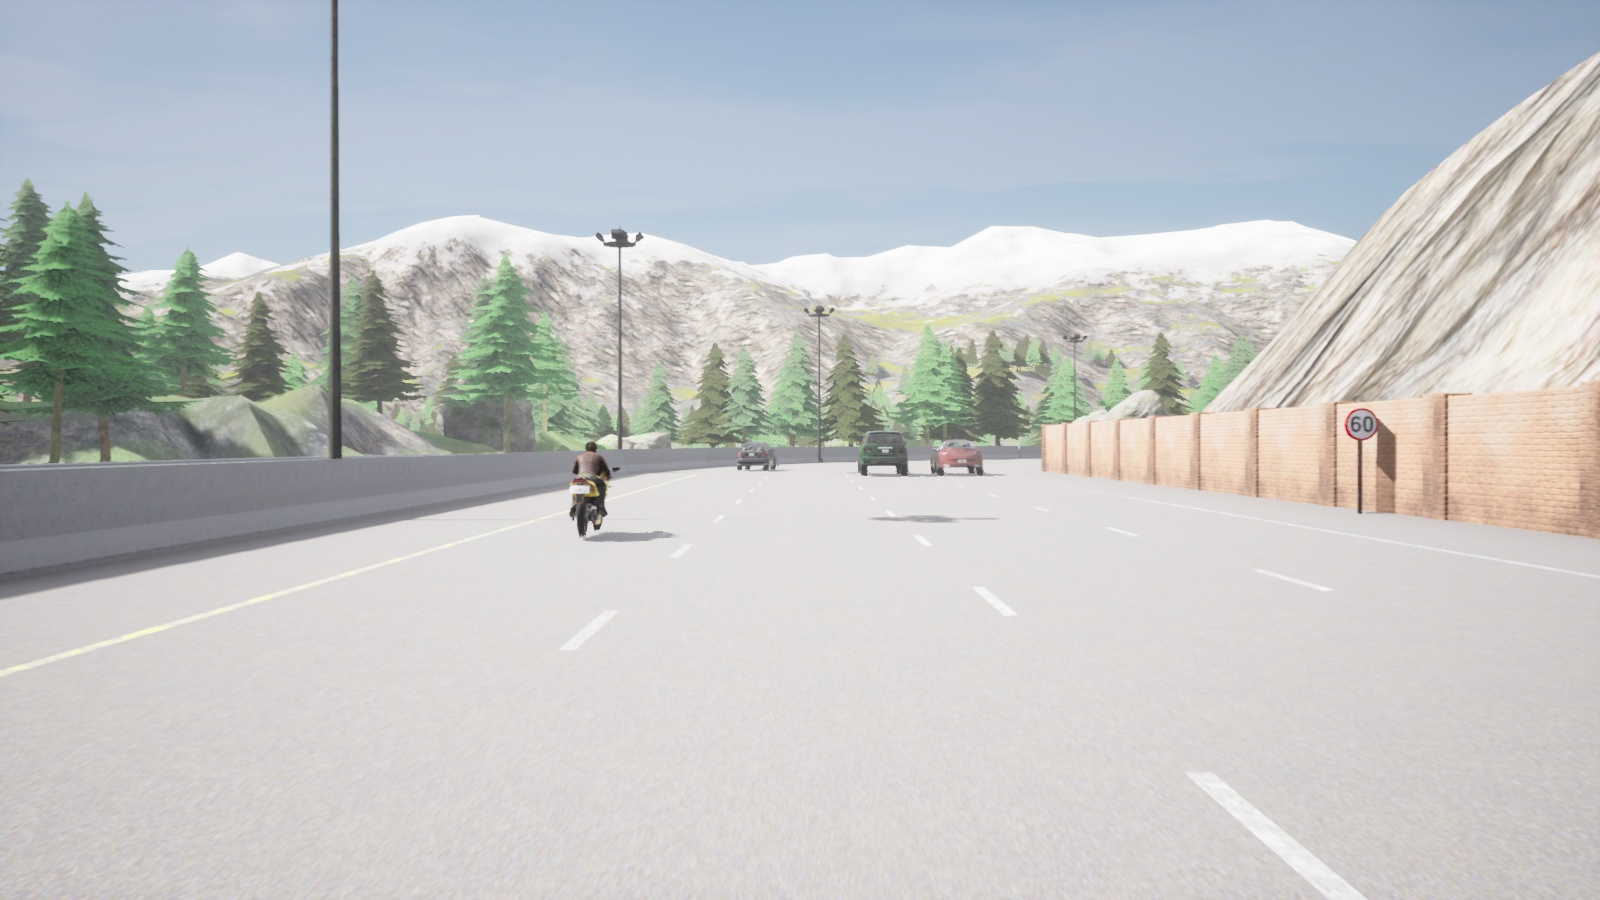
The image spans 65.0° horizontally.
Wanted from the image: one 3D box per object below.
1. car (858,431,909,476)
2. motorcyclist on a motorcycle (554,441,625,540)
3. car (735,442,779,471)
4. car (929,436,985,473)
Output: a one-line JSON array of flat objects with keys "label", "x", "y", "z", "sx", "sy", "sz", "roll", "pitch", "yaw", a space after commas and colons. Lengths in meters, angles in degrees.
[{"label": "car", "x": 3.867, "y": 0.135, "z": 59.133, "sx": 2.150, "sy": 2.045, "sz": 5.566, "roll": 0, "pitch": 0, "yaw": 1}, {"label": "motorcyclist on a motorcycle", "x": -3.373, "y": 0.612, "z": 20.282, "sx": 0.797, "sy": 1.523, "sz": 2.044, "roll": 0, "pitch": 0, "yaw": 0}, {"label": "car", "x": -2.308, "y": 0.335, "z": 68.787, "sx": 1.789, "sy": 1.549, "sz": 3.705, "roll": 0, "pitch": 0, "yaw": 8}, {"label": "car", "x": 7.381, "y": 0.196, "z": 59.449, "sx": 2.152, "sy": 1.651, "sz": 5.027, "roll": 0, "pitch": 0, "yaw": 1}]
